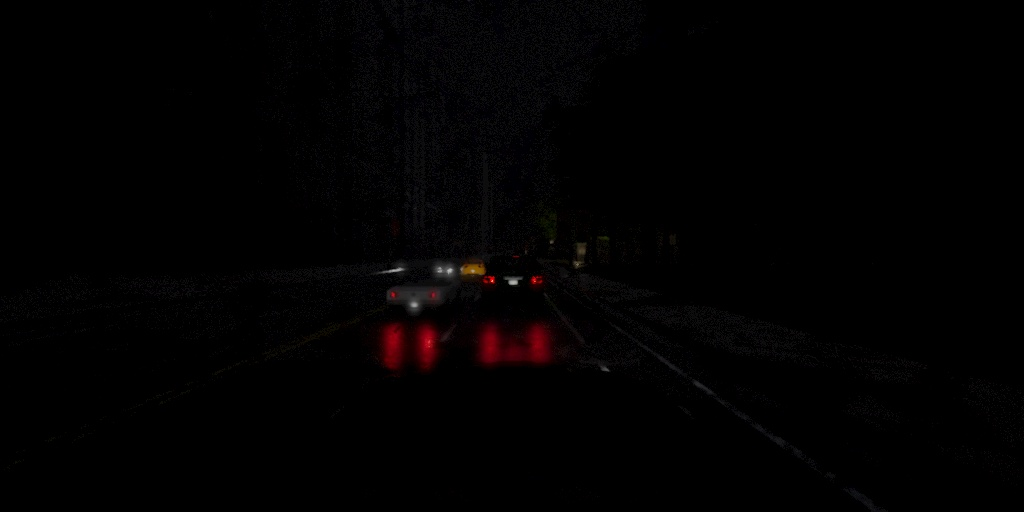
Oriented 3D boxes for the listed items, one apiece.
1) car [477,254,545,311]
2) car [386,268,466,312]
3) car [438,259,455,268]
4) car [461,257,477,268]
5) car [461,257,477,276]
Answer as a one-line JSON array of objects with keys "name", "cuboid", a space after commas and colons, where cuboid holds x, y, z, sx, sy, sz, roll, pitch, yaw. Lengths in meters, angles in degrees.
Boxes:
[{"name": "car", "cuboid": [0.065, 0.923, 14.309, 2.150, 2.045, 5.566, 0, 1, 0]}, {"name": "car", "cuboid": [-3.185, 1.302, 13.974, 1.895, 1.301, 4.718, 0, 0, 0]}, {"name": "car", "cuboid": [-9.813, 1.050, 53.898, 1.895, 1.301, 4.718, 0, 0, 0]}, {"name": "car", "cuboid": [-6.562, 0.949, 55.004, 1.837, 1.490, 4.892, 0, 0, 0]}, {"name": "car", "cuboid": [-3.172, 1.069, 31.878, 1.882, 1.535, 5.008, 0, 0, 0]}]
